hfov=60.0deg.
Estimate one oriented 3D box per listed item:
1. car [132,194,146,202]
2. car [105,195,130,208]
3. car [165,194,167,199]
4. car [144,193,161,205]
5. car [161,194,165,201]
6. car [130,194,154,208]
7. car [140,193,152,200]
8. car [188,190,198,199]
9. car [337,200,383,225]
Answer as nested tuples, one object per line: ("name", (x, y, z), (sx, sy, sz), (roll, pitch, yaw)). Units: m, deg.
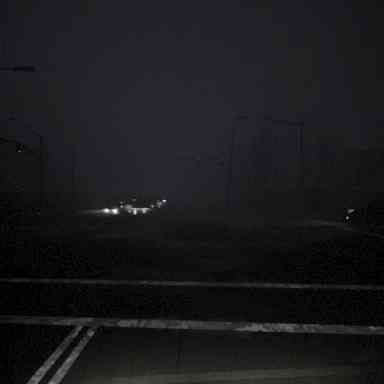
("car", (-10.320, 1.174, 64.555), (1.994, 1.385, 4.181), (0, 1, 0))
("car", (-10.400, 1.365, 45.410), (2.128, 1.511, 4.902), (0, 1, 1))
("car", (-6.789, 0.997, 75.178), (1.895, 1.301, 4.718), (0, 1, 0))
("car", (-6.849, 1.301, 55.253), (2.033, 1.411, 5.357), (0, 1, 0))
("car", (-6.819, 1.205, 64.830), (1.895, 1.301, 4.718), (0, 1, 0))
("car", (-6.898, 1.428, 46.022), (1.994, 1.385, 4.181), (0, 1, 1))
("car", (-10.289, 0.942, 75.174), (2.033, 1.411, 5.357), (0, 1, 0))
("car", (0.215, 0.598, 76.582), (2.150, 2.045, 5.566), (0, 1, 0))
("car", (12.875, 1.357, 23.702), (4.553, 1.767, 2.097), (0, 0, 4))
